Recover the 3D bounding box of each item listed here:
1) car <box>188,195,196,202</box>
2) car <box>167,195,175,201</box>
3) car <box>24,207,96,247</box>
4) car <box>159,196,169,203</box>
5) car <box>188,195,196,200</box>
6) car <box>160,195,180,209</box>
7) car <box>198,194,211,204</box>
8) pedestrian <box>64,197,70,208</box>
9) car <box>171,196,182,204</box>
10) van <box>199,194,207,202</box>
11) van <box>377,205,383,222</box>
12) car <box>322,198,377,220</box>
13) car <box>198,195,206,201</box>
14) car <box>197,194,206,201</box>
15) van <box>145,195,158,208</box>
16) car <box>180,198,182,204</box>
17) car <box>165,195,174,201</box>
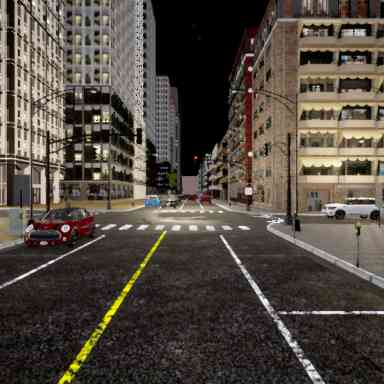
[{"bbox_3d":[-0.048,1.503,76.341,1.882,1.535,5.008,0,0,0],"label":"car"},{"bbox_3d":[-5.753,1.573,91.496,1.752,1.417,4.829,0,0,0],"label":"car"},{"bbox_3d":[-5.701,1.442,14.784,1.967,1.590,4.097,0,0,0],"label":"car"},{"bbox_3d":[-5.738,1.553,69.292,1.752,1.417,4.829,0,0,0],"label":"car"},{"bbox_3d":[-0.056,1.488,86.794,1.895,1.301,4.718,0,0,0],"label":"car"},{"bbox_3d":[-3.128,1.504,46.190,2.128,1.511,4.902,0,0,0],"label":"car"},{"bbox_3d":[2.646,1.339,63.919,2.192,1.841,5.009,0,0,0],"label":"car"},{"bbox_3d":[-7.523,1.146,20.117,0.375,1.860,0.375,0,0,0],"label":"pedestrian"},{"bbox_3d":[-3.078,1.589,65.657,1.994,1.385,4.181,0,0,1],"label":"car"},{"bbox_3d":[2.635,1.378,80.571,1.690,1.788,3.998,0,0,0],"label":"van"},{"bbox_3d":[16.913,1.707,25.533,3.998,1.788,1.690,1,-1,0],"label":"van"},{"bbox_3d":[15.265,1.547,31.460,5.566,2.045,2.150,1,0,-2],"label":"car"},{"bbox_3d":[2.632,1.593,86.121,2.008,1.369,4.403,0,0,0],"label":"car"},{"bbox_3d":[2.627,1.363,91.673,2.192,1.841,5.009,0,0,0],"label":"car"},{"bbox_3d":[-5.723,1.354,47.259,1.690,1.788,3.998,0,0,0],"label":"van"},{"bbox_3d":[-3.126,1.510,55.650,2.128,1.511,4.902,0,0,0],"label":"car"},{"bbox_3d":[-5.749,1.482,86.115,1.967,1.590,4.097,0,0,0],"label":"car"}]
